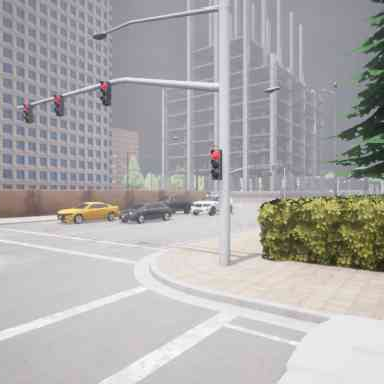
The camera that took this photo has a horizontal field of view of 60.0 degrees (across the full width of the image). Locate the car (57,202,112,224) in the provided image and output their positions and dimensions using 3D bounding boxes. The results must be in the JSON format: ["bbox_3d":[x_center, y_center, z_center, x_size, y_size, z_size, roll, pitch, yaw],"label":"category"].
[{"bbox_3d":[-7.930,1.533,25.712,1.882,1.535,5.008,0,0,35],"label":"car"}]

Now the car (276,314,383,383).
[{"bbox_3d":[2.878,1.601,1.914,4.718,1.301,1.895,0,0,36],"label":"car"}]

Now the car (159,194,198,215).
[{"bbox_3d":[-2.158,1.277,33.800,2.150,2.045,5.566,0,0,35],"label":"car"}]

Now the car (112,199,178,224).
[{"bbox_3d":[-3.541,1.560,25.838,1.837,1.490,4.892,0,0,36],"label":"car"}]

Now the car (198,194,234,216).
[{"bbox_3d":[2.186,1.277,33.848,2.150,2.045,5.566,0,0,36],"label":"car"}]
